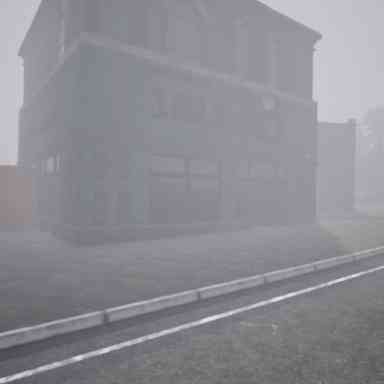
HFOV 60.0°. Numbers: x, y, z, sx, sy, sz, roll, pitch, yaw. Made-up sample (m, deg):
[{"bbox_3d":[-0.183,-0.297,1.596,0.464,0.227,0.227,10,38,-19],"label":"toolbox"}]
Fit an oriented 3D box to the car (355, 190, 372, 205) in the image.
[{"bbox_3d":[21.873,0.686,45.267,2.150,2.045,5.566,1,0,-10],"label":"car"}]
